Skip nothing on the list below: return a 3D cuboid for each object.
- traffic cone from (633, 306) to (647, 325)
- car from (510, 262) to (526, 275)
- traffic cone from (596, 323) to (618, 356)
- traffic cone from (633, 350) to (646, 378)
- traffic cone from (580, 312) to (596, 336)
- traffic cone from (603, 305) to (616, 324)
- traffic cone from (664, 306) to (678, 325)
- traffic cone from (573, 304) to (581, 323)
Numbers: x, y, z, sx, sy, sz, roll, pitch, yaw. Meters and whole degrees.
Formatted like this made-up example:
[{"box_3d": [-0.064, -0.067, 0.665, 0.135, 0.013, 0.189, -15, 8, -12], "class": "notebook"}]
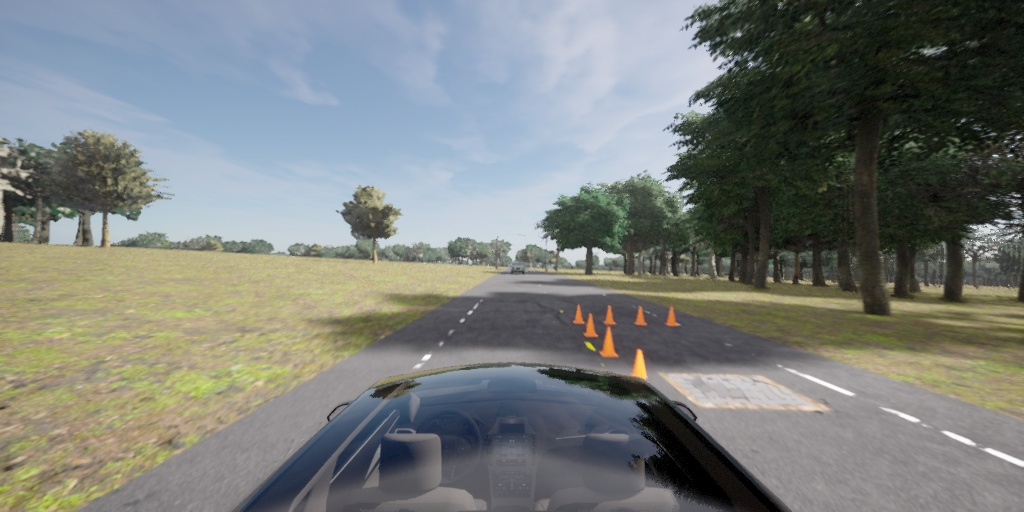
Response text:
[{"box_3d": [4.168, 1.910, 11.657, 0.340, 0.580, 0.340, 0, 0, 1], "class": "traffic cone"}, {"box_3d": [0.910, 1.891, 55.936, 2.150, 2.045, 5.566, 1, -1, 0], "class": "car"}, {"box_3d": [2.071, 1.818, 7.708, 0.340, 0.580, 0.340, 0, 0, 1], "class": "traffic cone"}, {"box_3d": [2.021, 1.792, 5.709, 0.340, 0.580, 0.340, 0, 0, 1], "class": "traffic cone"}, {"box_3d": [2.120, 1.844, 9.707, 0.340, 0.580, 0.340, 0, 0, 1], "class": "traffic cone"}, {"box_3d": [3.169, 1.891, 11.681, 0.340, 0.580, 0.340, 0, 0, 1], "class": "traffic cone"}, {"box_3d": [5.168, 1.930, 11.632, 0.340, 0.580, 0.340, 0, 0, 1], "class": "traffic cone"}, {"box_3d": [2.170, 1.871, 11.707, 0.340, 0.580, 0.340, 0, 0, 1], "class": "traffic cone"}]
